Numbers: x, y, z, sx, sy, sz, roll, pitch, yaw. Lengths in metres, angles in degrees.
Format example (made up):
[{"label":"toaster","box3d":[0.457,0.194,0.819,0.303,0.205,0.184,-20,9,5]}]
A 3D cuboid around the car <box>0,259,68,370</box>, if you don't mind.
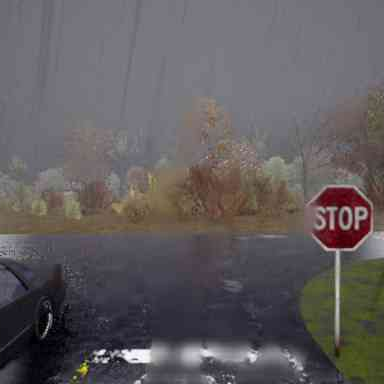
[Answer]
[{"label":"car","box3d":[-3.073,1.554,3.648,2.033,1.411,5.357,0,0,-1]}]
